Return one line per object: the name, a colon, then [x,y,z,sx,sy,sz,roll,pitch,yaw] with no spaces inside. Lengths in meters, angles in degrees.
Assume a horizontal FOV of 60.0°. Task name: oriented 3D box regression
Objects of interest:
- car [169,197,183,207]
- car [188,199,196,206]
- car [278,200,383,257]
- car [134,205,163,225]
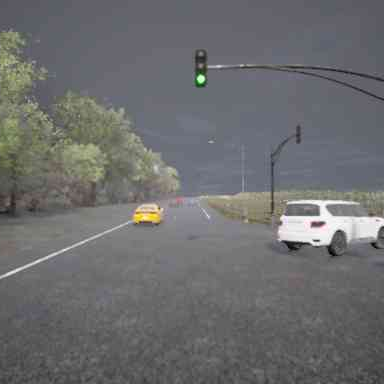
car: [-3.392,2.129,63.572,2.128,1.511,4.902,0,-1,0]
car: [0.008,2.276,73.508,2.033,1.411,5.357,0,-1,0]
car: [5.979,1.385,13.785,5.566,2.045,2.150,1,-3,-35]
car: [-3.396,1.749,26.590,1.882,1.535,5.008,0,0,0]
